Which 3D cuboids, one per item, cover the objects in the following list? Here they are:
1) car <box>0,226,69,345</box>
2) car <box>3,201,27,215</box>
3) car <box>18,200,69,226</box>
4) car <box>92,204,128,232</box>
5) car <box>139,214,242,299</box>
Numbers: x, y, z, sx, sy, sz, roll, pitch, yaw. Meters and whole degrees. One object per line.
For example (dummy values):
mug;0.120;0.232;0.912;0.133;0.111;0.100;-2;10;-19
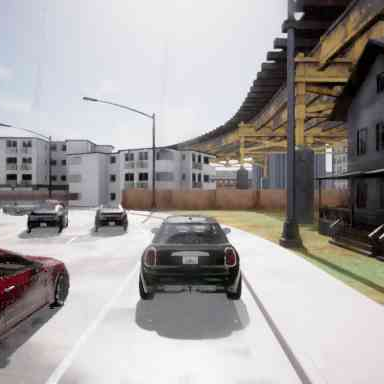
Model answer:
car;-3.410;1.525;4.912;1.812;1.442;4.674;0;0;0
car;-17.683;1.601;34.137;4.718;1.301;1.895;0;0;43
car;-8.479;1.492;19.783;2.128;1.511;4.902;0;0;-16
car;-5.018;1.492;20.372;2.128;1.511;4.902;0;0;-16
car;-0.033;1.353;8.620;2.097;1.767;4.553;0;0;0
